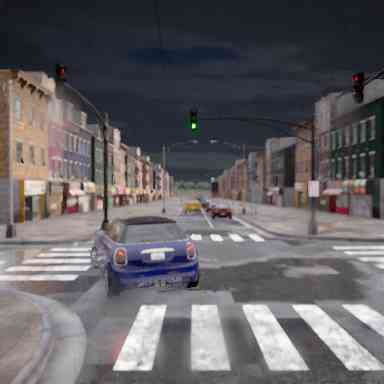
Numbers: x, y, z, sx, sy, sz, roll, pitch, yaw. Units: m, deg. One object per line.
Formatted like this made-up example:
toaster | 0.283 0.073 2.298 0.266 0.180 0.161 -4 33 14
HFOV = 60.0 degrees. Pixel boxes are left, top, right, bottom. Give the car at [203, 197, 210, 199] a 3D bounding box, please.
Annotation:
car | 2.626 1.852 52.448 1.887 1.381 4.507 -1 0 0

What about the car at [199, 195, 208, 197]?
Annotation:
car | 2.624 1.780 57.981 1.967 1.590 4.097 -1 0 0

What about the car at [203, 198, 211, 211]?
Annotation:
car | 2.626 1.823 41.383 1.802 1.307 4.206 -1 0 0

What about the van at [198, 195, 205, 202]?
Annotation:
van | 2.625 1.879 91.176 1.690 1.788 3.998 -1 0 0

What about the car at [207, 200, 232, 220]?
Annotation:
car | 2.624 1.721 30.318 1.887 1.381 4.507 -1 0 0

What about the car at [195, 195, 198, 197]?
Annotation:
car | 0.006 1.885 64.853 1.837 1.490 4.892 0 0 0

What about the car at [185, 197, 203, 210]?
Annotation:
car | 0.104 1.721 41.809 1.882 1.535 5.008 0 0 0

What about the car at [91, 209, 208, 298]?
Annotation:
car | -1.490 1.423 9.136 2.097 1.767 4.553 -1 0 -21

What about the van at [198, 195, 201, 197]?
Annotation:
van | 2.623 1.714 63.514 1.690 1.788 3.998 -1 0 0

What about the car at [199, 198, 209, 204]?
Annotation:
car | 2.628 1.989 74.578 2.008 1.369 4.403 -1 0 0
